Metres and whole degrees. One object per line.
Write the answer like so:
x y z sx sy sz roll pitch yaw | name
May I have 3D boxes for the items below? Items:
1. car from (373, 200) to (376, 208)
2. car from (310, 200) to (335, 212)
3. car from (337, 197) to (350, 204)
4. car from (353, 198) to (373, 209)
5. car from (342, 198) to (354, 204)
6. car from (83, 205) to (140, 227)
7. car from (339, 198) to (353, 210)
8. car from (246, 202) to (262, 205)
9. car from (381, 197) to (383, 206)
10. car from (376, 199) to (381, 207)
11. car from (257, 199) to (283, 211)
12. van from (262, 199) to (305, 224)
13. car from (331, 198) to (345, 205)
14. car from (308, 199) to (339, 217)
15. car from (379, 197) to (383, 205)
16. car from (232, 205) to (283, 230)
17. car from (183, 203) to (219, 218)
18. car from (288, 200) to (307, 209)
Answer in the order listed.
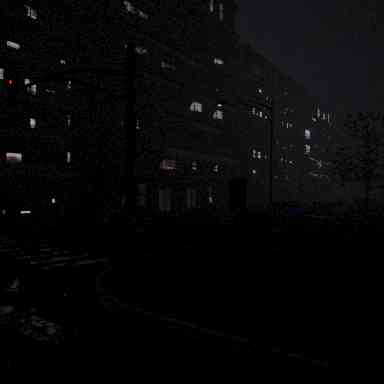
30.712 2.206 58.741 1.802 1.307 4.206 1 0 36 | car
18.150 1.918 46.092 1.882 1.535 5.008 1 0 36 | car
37.139 2.100 81.528 1.967 1.590 4.097 1 0 36 | car
27.426 1.895 54.293 2.192 1.841 5.009 1 0 36 | car
40.326 2.227 85.840 1.752 1.417 4.829 1 0 36 | car
-5.625 1.632 23.685 2.008 1.369 4.403 1 0 36 | car
24.129 2.068 54.203 2.033 1.411 5.357 1 0 37 | car
7.533 1.846 41.483 1.802 1.307 4.206 1 0 36 | car
37.292 2.255 67.640 1.887 1.381 4.507 1 0 36 | car
34.003 2.107 63.192 1.967 1.590 4.097 1 0 36 | car
10.823 1.749 45.932 1.967 1.590 4.097 1 0 36 | car
7.690 1.651 27.596 1.690 1.788 3.998 1 0 36 | van
33.848 2.183 77.078 1.947 1.339 4.313 1 0 36 | car
14.268 1.841 36.495 1.967 1.590 4.097 1 0 36 | car
47.163 2.154 80.990 2.192 1.841 5.009 1 0 36 | car
4.398 1.830 23.146 1.947 1.339 4.313 1 0 36 | car
0.954 1.718 32.583 1.887 1.381 4.507 1 0 36 | car
17.401 1.981 54.831 1.802 1.307 4.206 1 0 36 | car
